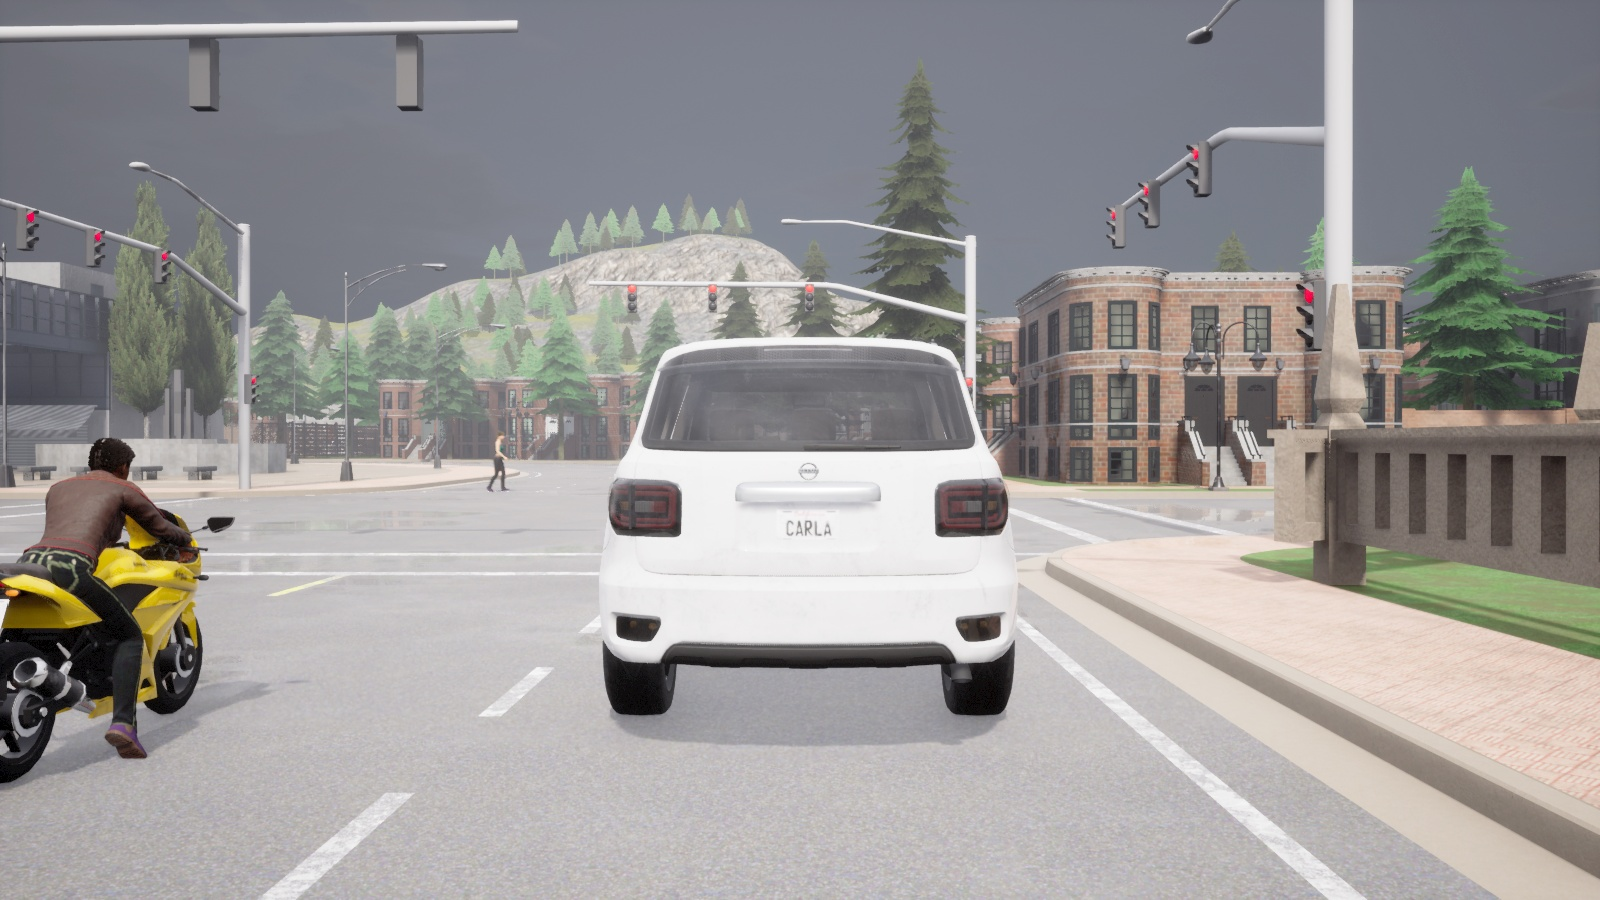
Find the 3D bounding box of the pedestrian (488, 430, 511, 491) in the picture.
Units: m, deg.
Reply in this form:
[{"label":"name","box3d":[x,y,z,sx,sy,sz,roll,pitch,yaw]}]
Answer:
[{"label":"pedestrian","box3d":[-9.094,0.313,38.024,0.594,1.836,0.345,0,0,2]}]

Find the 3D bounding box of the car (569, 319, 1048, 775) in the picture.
[{"label":"car","box3d":[0.058,0.418,8.421,2.150,2.045,5.566,0,0,0]}]

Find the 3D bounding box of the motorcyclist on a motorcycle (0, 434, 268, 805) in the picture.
[{"label":"motorcyclist on a motorcycle","box3d":[-3.453,0.691,6.178,0.797,1.523,2.044,0,0,0]}]
